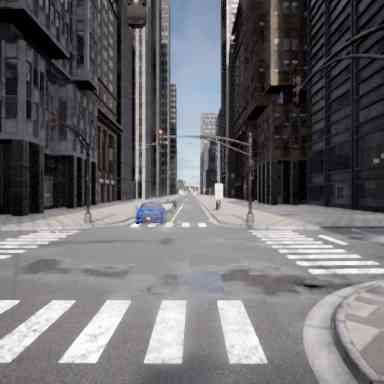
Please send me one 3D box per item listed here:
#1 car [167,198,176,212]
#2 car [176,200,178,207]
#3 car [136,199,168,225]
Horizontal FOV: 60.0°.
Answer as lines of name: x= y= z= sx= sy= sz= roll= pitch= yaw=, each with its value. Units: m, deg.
car: x=-3.172 y=1.598 z=38.199 sx=1.895 sy=1.301 sz=4.718 roll=0 pitch=0 yaw=0
car: x=-3.190 y=1.600 z=50.013 sx=1.895 sy=1.301 sz=4.718 roll=0 pitch=0 yaw=0
car: x=-2.983 y=1.473 z=24.335 sx=1.882 sy=1.535 sz=5.008 roll=0 pitch=0 yaw=-3
